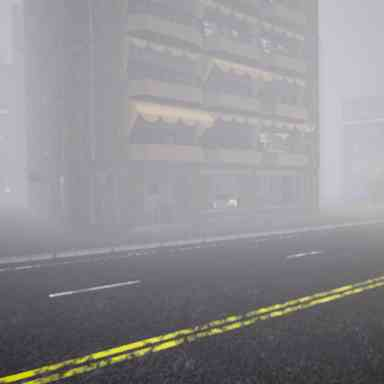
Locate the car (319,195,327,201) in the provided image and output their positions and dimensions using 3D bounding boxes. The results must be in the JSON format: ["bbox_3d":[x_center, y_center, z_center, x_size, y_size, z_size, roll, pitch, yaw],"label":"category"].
[{"bbox_3d":[17.943,0.737,49.784,4.206,1.307,1.802,1,0,25],"label":"car"}]

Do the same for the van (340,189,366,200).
[{"bbox_3d":[26.686,0.435,54.953,3.998,1.788,1.690,1,0,25],"label":"van"}]
